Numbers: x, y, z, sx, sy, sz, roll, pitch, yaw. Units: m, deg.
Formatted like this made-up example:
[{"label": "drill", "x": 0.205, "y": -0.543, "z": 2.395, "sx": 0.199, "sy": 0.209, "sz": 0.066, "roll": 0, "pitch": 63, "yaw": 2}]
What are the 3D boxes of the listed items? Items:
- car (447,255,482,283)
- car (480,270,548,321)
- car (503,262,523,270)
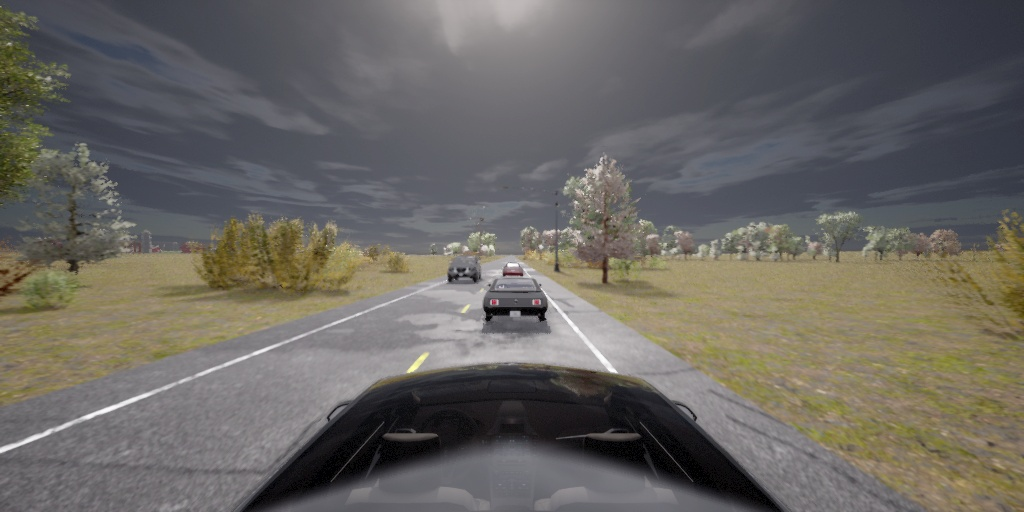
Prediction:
[{"label": "car", "x": -3.599, "y": 0.969, "z": 28.086, "sx": 2.150, "sy": 2.045, "sz": 5.566, "roll": 0, "pitch": 0, "yaw": 0}, {"label": "car", "x": 0.099, "y": 1.350, "z": 12.422, "sx": 1.895, "sy": 1.301, "sz": 4.718, "roll": 0, "pitch": 0, "yaw": 0}, {"label": "car", "x": 0.098, "y": 1.310, "z": 34.878, "sx": 1.994, "sy": 1.385, "sz": 4.181, "roll": 0, "pitch": 0, "yaw": 0}]
